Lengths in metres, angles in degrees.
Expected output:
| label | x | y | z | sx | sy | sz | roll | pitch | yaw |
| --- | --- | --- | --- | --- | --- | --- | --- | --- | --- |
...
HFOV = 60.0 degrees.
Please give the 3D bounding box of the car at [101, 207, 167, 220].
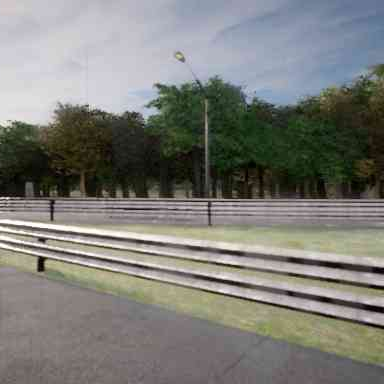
| label | x | y | z | sx | sy | sz | roll | pitch | yaw |
| --- | --- | --- | --- | --- | --- | --- | --- | --- | --- |
| car | -4.297 | 1.284 | 24.325 | 4.718 | 1.301 | 1.895 | 0 | 0 | 19 |
